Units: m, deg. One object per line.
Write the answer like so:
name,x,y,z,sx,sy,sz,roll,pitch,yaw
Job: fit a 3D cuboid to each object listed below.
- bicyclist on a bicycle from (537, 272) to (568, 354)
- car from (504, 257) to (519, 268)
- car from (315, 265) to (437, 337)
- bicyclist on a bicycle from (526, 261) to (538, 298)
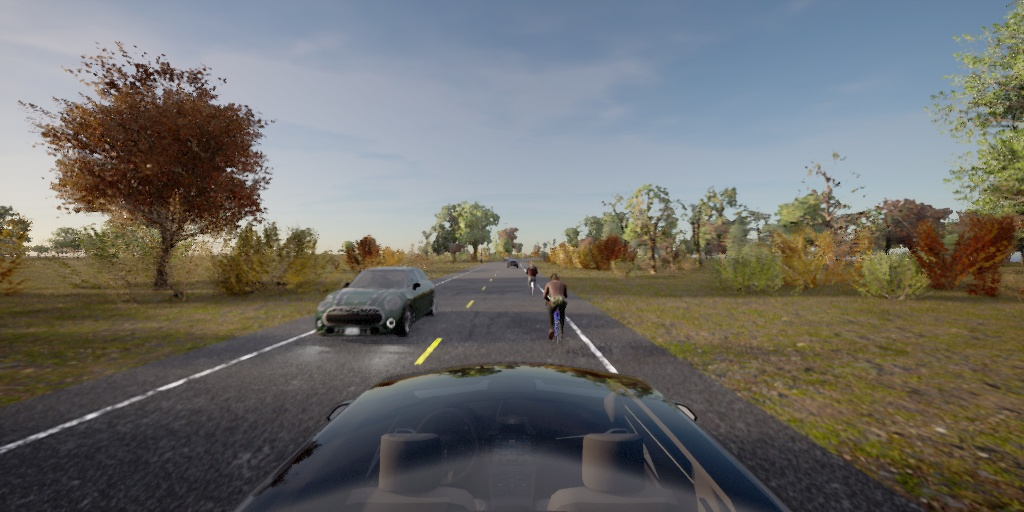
bicyclist on a bicycle,0.966,1.203,7.840,0.582,1.620,1.656,0,0,0
car,0.121,1.210,59.826,1.837,1.490,4.892,0,1,0
car,-3.597,1.103,10.315,2.097,1.767,4.553,0,0,0
bicyclist on a bicycle,0.971,1.121,17.498,0.659,1.776,1.843,0,0,0
